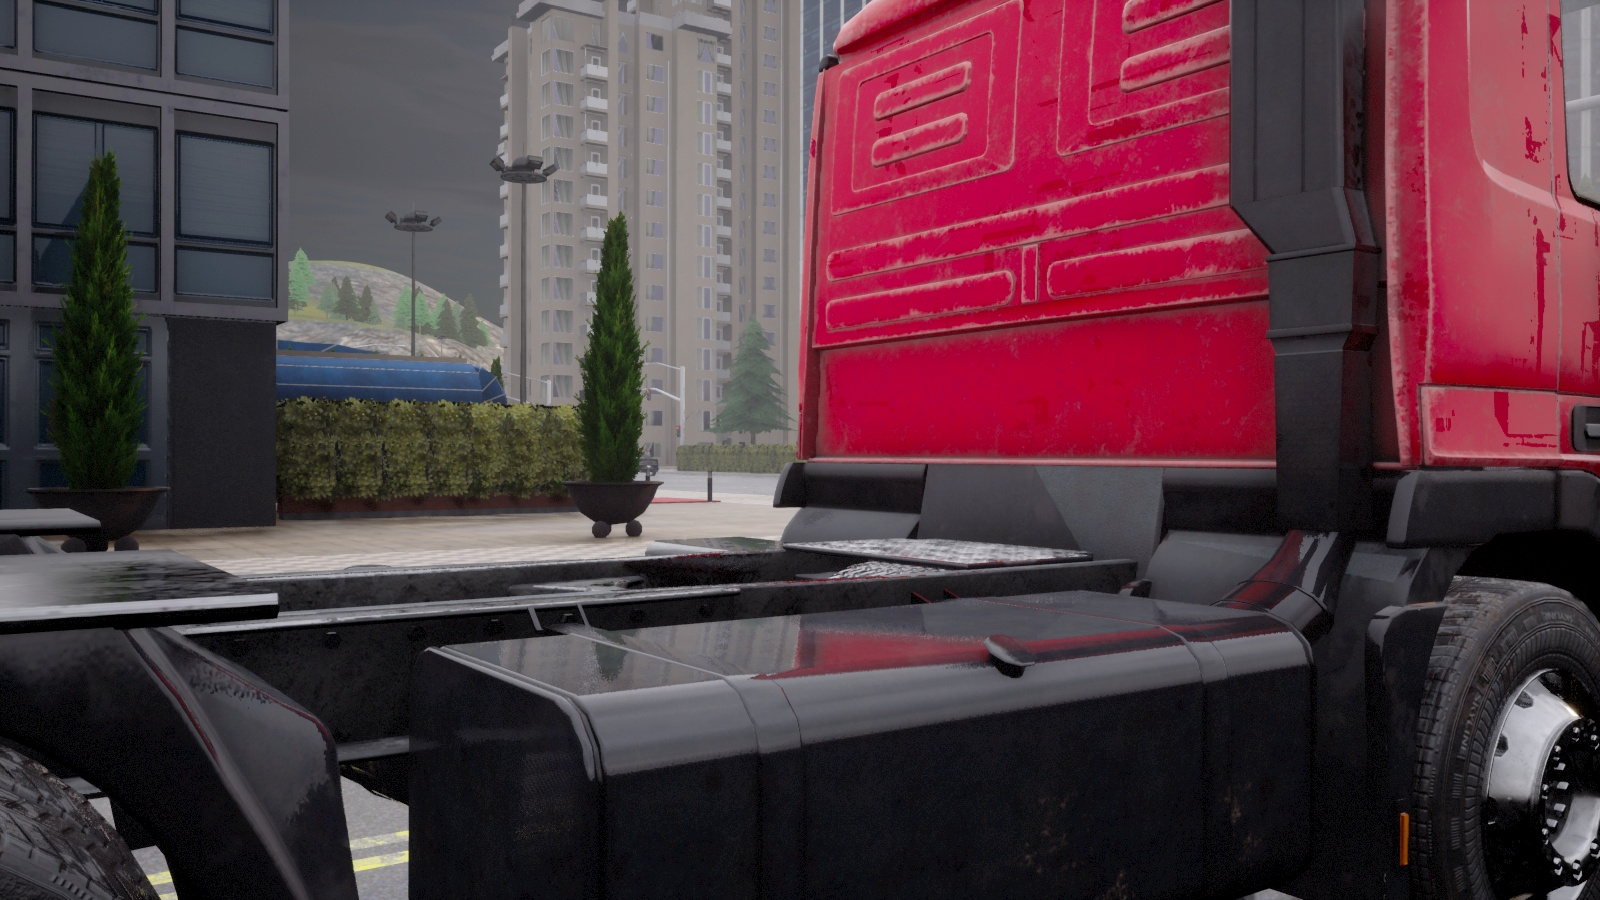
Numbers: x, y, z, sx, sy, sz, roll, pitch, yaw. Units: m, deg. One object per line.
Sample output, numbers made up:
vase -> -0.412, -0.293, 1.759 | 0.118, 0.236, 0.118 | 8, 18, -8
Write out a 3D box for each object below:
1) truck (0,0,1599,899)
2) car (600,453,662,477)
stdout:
truck -> -0.663, -0.228, 3.201 | 7.936, 3.462, 2.891 | 0, 0, -35
car -> -10.939, 0.944, 81.072 | 1.882, 1.535, 5.008 | 0, 0, -35
